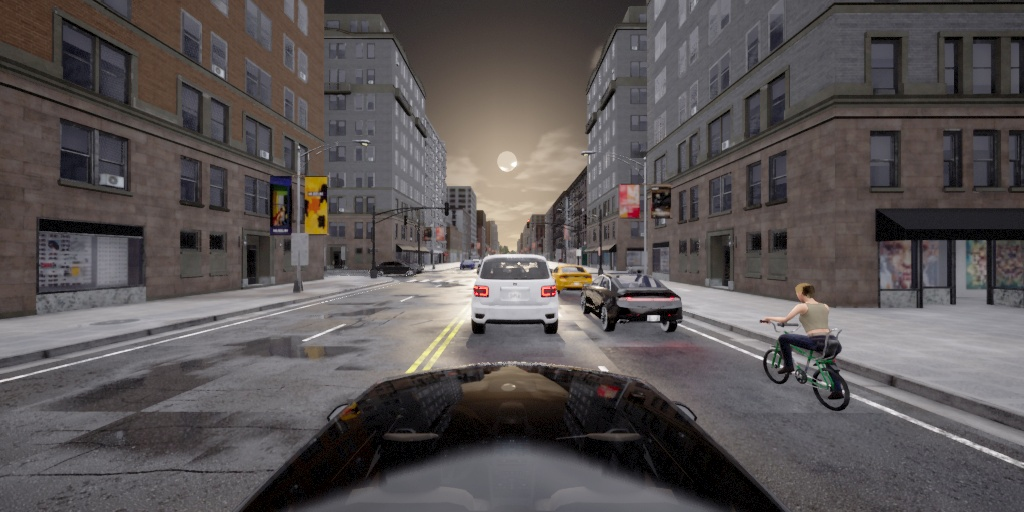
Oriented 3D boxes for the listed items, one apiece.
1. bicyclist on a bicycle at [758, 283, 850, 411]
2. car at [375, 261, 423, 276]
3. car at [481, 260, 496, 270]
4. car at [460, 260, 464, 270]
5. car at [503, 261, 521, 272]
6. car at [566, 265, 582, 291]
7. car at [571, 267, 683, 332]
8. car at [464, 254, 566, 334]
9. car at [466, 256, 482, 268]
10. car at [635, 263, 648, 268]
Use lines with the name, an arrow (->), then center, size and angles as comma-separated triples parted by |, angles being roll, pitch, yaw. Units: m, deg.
bicyclist on a bicycle -> 4.129, 1.187, 5.133 | 0.866, 1.612, 1.509 | 0, 0, 0
car -> -11.370, 1.253, 35.796 | 4.892, 1.490, 1.837 | 0, 0, 0
car -> -3.444, 1.335, 53.082 | 1.994, 1.385, 4.181 | 0, 0, 0
car -> -6.702, 1.249, 54.092 | 1.882, 1.535, 5.008 | 0, 0, 0
car -> 0.079, 1.370, 47.796 | 1.895, 1.301, 4.718 | 0, 0, 6
car -> 3.211, 1.233, 20.311 | 1.882, 1.535, 5.008 | 0, 0, 0
car -> 3.323, 1.243, 10.821 | 2.128, 1.511, 4.902 | 0, 0, 0
car -> 0.079, 0.973, 10.750 | 2.150, 2.045, 5.566 | 0, 0, 0
car -> -6.690, 0.996, 64.036 | 2.150, 2.045, 5.566 | 0, 0, 0
car -> 14.974, 1.413, 38.708 | 4.718, 1.301, 1.895 | 0, 0, 1
